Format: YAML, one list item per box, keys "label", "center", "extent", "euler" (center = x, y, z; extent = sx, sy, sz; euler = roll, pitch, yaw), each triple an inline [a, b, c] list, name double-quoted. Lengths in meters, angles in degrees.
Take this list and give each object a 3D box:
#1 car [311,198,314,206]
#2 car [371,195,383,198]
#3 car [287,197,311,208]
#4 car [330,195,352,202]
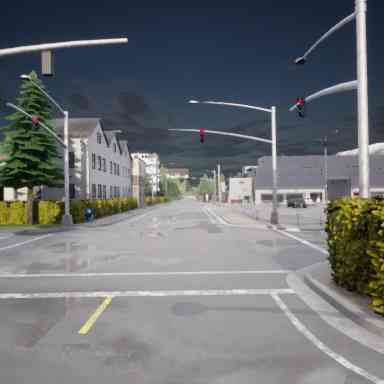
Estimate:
- label: "car"
  center: [19.070, 1.573, 56.208]
  extent: [1.970, 1.475, 3.806]
  euler: [-1, -1, 0]
- label: "car"
  center: [19.117, 1.183, 31.282]
  extent: [1.905, 1.878, 3.866]
  euler: [-1, -1, 0]
- label: "car"
  center: [15.425, 1.629, 49.149]
  extent: [2.007, 1.523, 4.514]
  euler: [-1, -1, 0]
- label: "car"
  center: [25.484, 1.398, 56.548]
  extent: [2.152, 1.636, 5.027]
  euler: [-1, -1, 0]
